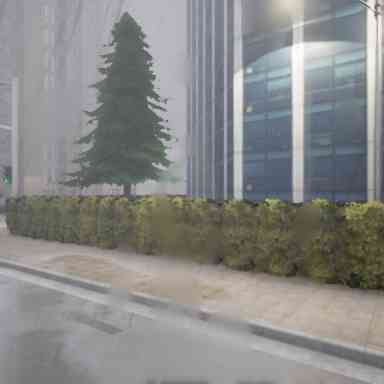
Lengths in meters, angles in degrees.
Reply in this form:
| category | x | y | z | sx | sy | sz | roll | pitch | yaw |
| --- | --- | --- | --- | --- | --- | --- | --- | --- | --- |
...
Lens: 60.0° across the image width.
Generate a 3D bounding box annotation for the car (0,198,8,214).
| category | x | y | z | sx | sy | sz | roll | pitch | yaw |
| --- | --- | --- | --- | --- | --- | --- | --- | --- | --- |
| car | -18.824 | 1.339 | 32.054 | 2.097 | 1.767 | 4.553 | 0 | 0 | 36 |
